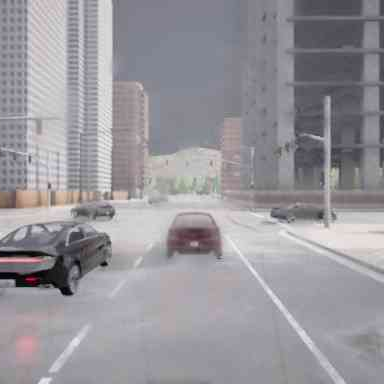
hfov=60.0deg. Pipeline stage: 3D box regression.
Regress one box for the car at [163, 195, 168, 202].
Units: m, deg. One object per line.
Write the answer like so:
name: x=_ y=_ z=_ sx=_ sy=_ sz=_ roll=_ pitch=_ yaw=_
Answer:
car: x=-6.720 y=1.475 z=77.259 sx=2.097 sy=1.767 sz=4.553 roll=0 pitch=0 yaw=1

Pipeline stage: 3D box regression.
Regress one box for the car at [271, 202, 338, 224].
car: x=8.343 y=1.530 z=24.765 sx=4.902 sy=1.511 sz=2.128 roll=0 pitch=-1 yaw=-7

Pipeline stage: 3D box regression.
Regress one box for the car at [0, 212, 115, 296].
car: x=-3.443 y=1.506 z=8.670 sx=2.128 sy=1.511 sz=4.902 roll=0 pitch=0 yaw=1

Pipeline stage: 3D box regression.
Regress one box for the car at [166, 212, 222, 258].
car: x=0.075 y=1.498 z=12.910 sx=1.882 sy=1.535 sz=5.008 roll=0 pitch=0 yaw=0

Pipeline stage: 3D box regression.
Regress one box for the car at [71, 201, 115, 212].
car: x=-8.502 y=1.537 z=28.318 sx=4.902 sy=1.511 sz=2.128 roll=0 pitch=-1 yaw=44

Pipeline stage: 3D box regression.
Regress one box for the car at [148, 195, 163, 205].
car: x=-7.002 y=1.602 z=61.668 sx=1.837 sy=1.490 sz=4.892 roll=0 pitch=0 yaw=1
